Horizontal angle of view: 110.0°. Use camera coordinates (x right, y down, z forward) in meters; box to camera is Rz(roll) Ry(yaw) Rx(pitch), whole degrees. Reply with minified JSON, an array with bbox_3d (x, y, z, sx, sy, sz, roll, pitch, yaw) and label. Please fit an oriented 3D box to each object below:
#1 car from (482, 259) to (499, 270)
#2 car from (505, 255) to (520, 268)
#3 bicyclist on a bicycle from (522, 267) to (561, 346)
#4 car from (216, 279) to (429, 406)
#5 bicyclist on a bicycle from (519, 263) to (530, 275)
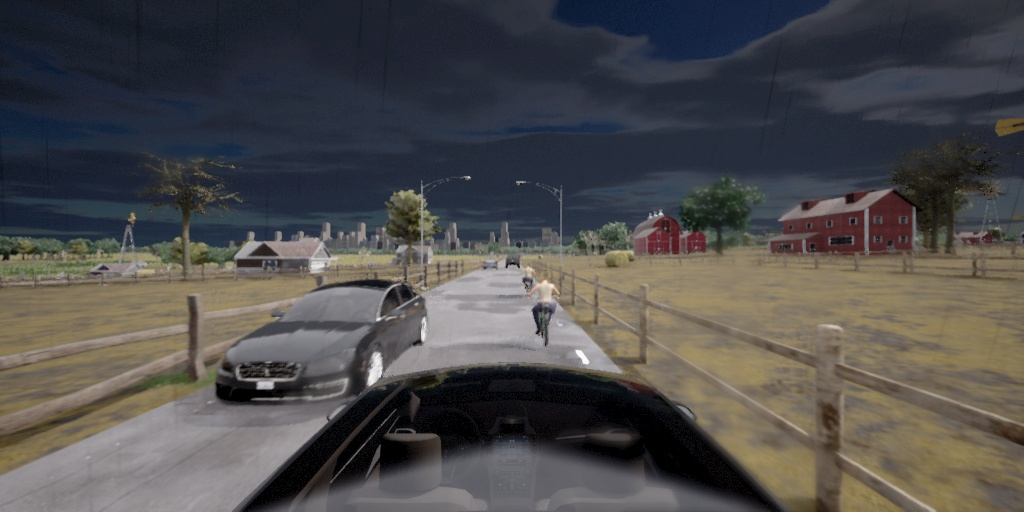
[{"bbox_3d":[-2.834,1.133,47.902,1.812,1.442,4.674,0,0,0],"label":"car"},{"bbox_3d":[0.104,0.823,57.040,2.150,2.045,5.566,0,0,0],"label":"car"},{"bbox_3d":[0.741,1.157,8.289,0.866,1.612,1.509,0,0,0],"label":"bicyclist on a bicycle"},{"bbox_3d":[-2.849,1.233,6.570,1.837,1.490,4.892,0,0,0],"label":"car"},{"bbox_3d":[0.780,1.119,17.225,0.866,1.612,1.509,0,0,0],"label":"bicyclist on a bicycle"}]
